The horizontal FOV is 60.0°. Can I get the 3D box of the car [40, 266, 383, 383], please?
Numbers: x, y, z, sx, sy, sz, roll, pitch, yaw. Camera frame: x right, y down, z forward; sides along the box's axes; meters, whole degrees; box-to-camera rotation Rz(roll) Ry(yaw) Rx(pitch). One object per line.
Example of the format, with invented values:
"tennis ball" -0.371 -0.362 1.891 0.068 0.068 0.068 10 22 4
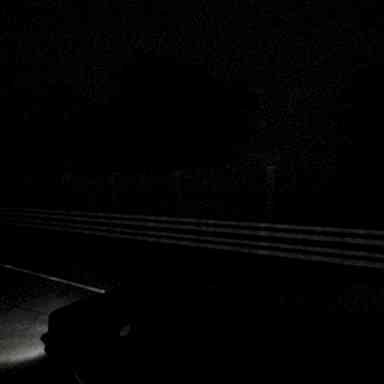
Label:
"car" 0.721 1.542 3.351 5.357 1.411 2.033 0 0 35
